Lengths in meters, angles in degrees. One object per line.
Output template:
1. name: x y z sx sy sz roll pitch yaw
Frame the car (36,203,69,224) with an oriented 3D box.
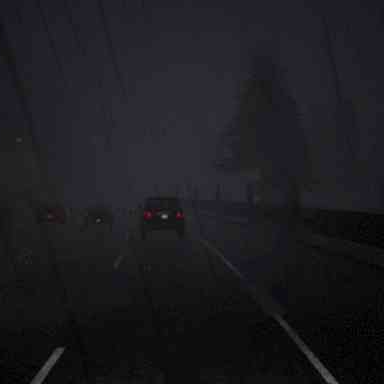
1. car: -10.544 1.542 25.417 1.882 1.535 5.008 0 0 -15

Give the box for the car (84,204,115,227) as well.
1. car: -6.342 1.575 22.975 1.812 1.442 4.674 0 0 -12

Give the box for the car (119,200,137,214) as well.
1. car: -6.970 1.598 37.135 1.812 1.442 4.674 0 0 -20

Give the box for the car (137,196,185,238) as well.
1. car: -1.753 1.253 18.262 2.150 2.045 5.566 0 0 -10
